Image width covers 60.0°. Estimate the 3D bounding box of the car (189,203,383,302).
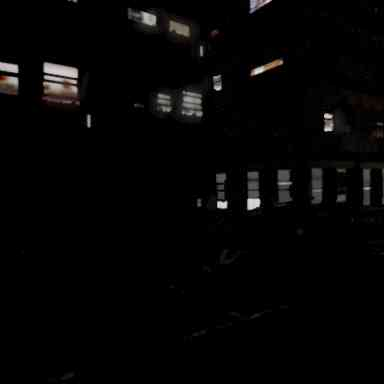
[{"bbox_3d":[2.345,1.233,8.243,5.009,1.841,2.192,-1,0,-36],"label":"car"}]
